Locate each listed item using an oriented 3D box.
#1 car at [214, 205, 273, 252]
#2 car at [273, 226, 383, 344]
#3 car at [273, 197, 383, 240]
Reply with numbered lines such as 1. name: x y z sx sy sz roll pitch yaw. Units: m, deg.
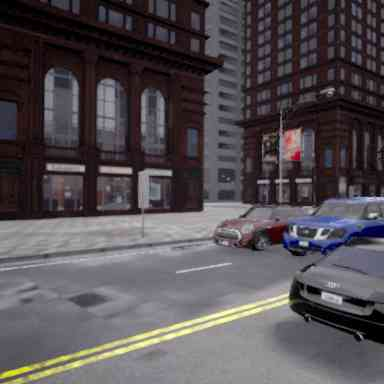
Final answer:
1. car: 3.097 1.349 13.886 4.553 1.767 2.097 0 0 -35
2. car: 3.712 1.557 6.103 4.181 1.385 1.994 0 0 -35
3. car: 5.650 1.218 11.718 5.566 2.045 2.150 0 0 -35
